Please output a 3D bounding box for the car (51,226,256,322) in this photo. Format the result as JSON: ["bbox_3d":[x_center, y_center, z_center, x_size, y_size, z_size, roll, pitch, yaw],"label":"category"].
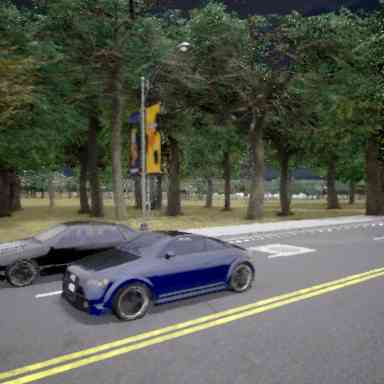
[{"bbox_3d":[-0.580,1.559,7.263,4.181,1.385,1.994,0,0,-36],"label":"car"}]

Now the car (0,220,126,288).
[{"bbox_3d":[-3.121,1.543,9.445,5.357,1.411,2.033,0,0,-36],"label":"car"}]
